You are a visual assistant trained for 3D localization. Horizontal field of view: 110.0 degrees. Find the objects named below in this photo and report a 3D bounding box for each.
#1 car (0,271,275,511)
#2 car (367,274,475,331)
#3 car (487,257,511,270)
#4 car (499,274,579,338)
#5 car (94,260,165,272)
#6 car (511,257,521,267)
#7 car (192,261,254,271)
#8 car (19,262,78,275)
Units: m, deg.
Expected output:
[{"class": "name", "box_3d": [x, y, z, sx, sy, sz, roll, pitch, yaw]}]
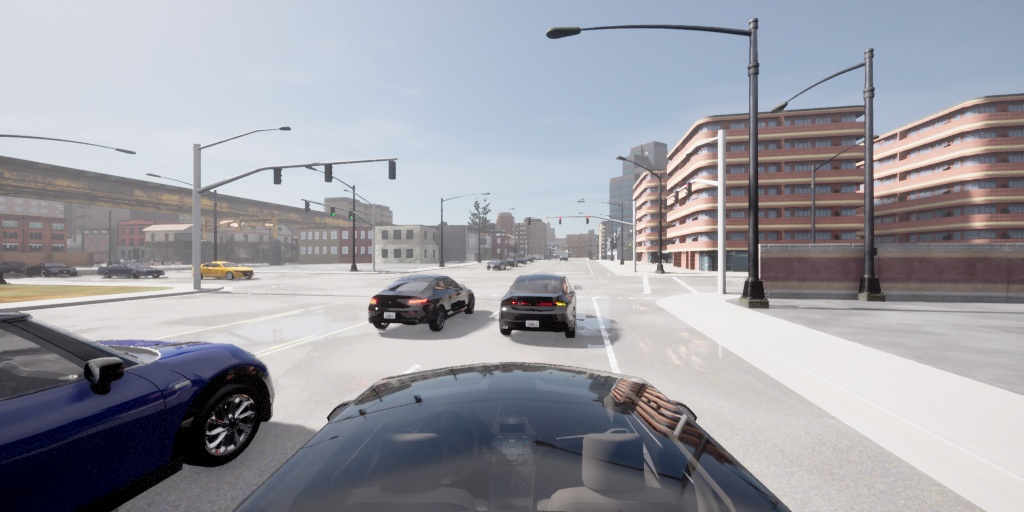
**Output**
[{"class": "car", "box_3d": [-3.858, 1.102, 2.175, 2.097, 1.767, 4.553, 0, 0, 6]}, {"class": "car", "box_3d": [-2.540, 1.276, 10.953, 1.812, 1.442, 4.674, 0, 0, 11]}, {"class": "car", "box_3d": [-2.047, 1.106, 48.090, 2.128, 1.511, 4.902, 0, 1, 11]}, {"class": "car", "box_3d": [0.906, 1.255, 10.314, 1.837, 1.490, 4.892, 0, 0, 11]}, {"class": "car", "box_3d": [-34.267, 1.297, 32.211, 5.357, 1.411, 2.033, 0, 0, 9]}, {"class": "car", "box_3d": [-0.251, 0.957, 57.368, 1.882, 1.535, 5.008, 0, 1, 11]}, {"class": "car", "box_3d": [-24.608, 1.228, 30.581, 5.008, 1.535, 1.882, 0, 0, 10]}, {"class": "car", "box_3d": [-43.986, 1.314, 34.241, 4.181, 1.385, 1.994, 0, 0, 15]}]
